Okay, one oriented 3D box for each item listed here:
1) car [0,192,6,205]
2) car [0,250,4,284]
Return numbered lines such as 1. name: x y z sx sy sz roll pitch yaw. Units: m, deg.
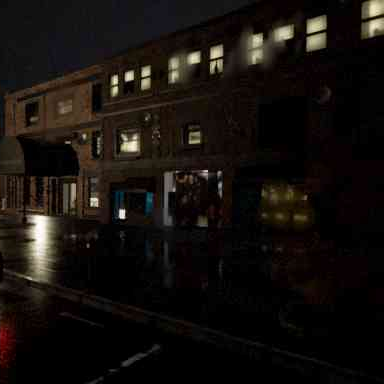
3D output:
1. car: -28.444 1.033 48.274 2.150 2.045 5.566 1 1 36
2. car: -6.255 1.503 7.815 4.892 1.490 1.837 0 0 36
